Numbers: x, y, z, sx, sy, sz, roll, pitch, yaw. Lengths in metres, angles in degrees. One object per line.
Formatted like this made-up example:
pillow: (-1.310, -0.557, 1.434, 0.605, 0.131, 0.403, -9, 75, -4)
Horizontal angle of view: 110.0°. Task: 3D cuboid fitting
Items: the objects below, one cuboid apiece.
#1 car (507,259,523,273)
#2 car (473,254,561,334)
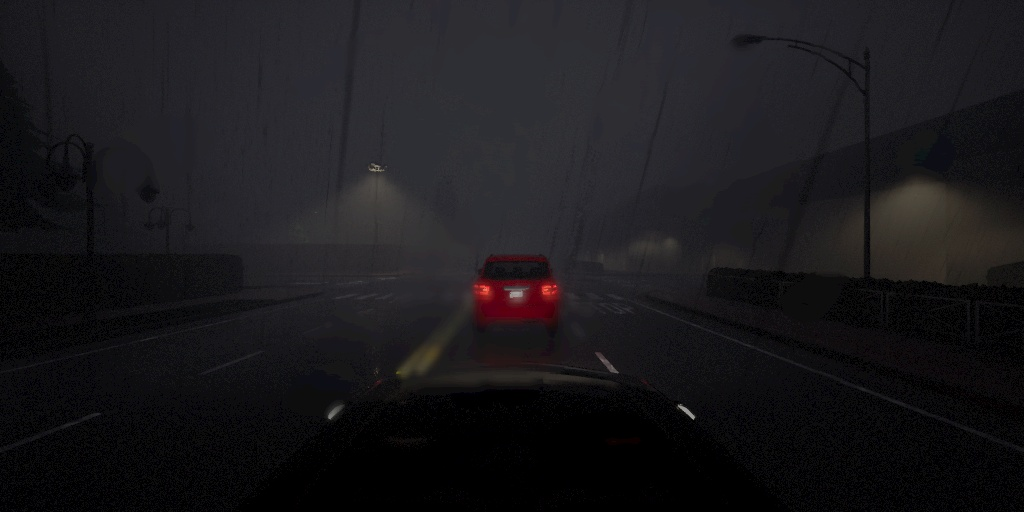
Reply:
car: (0.368, 1.228, 45.650, 1.882, 1.535, 5.008, 0, 0, 1)
car: (0.124, 0.971, 10.800, 2.150, 2.045, 5.566, 0, 0, 0)
